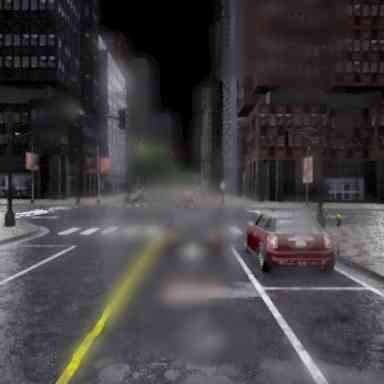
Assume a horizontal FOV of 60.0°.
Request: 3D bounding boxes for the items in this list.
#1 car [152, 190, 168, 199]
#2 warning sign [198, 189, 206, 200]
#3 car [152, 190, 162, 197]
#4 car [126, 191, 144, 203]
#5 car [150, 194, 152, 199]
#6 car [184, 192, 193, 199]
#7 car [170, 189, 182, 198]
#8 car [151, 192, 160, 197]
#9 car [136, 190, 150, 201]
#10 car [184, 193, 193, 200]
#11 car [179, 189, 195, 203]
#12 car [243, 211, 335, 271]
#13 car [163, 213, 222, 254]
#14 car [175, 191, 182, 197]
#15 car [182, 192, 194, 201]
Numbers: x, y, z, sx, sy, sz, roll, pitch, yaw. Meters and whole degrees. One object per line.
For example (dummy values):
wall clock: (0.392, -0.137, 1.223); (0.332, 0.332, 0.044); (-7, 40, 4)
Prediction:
car: (-6.434, 0.707, 67.042); (1.837, 1.490, 4.892); (0, 1, 0)
warning sign: (1.710, 0.440, 55.455); (1.300, 1.860, 1.060); (0, 1, 0)
car: (-9.328, 0.299, 89.706); (2.192, 1.841, 5.009); (0, 1, 0)
car: (-9.104, 0.928, 51.729); (1.947, 1.339, 4.313); (0, 1, 0)
car: (-9.199, 0.724, 67.836); (1.752, 1.417, 4.829); (0, 1, 0)
car: (-0.707, 0.687, 73.474); (1.887, 1.381, 4.507); (0, 1, 0)
car: (-3.493, 0.574, 77.936); (1.882, 1.535, 5.008); (0, 1, 0)
car: (-9.295, 0.618, 84.284); (1.802, 1.307, 4.206); (0, 1, 0)
car: (-9.137, 0.622, 57.152); (2.192, 1.841, 5.009); (0, 1, 0)
car: (-0.643, 0.833, 62.626); (1.802, 1.307, 4.206); (0, 1, 0)
car: (-0.580, 0.802, 51.775); (1.967, 1.590, 4.097); (0, 1, 0)
car: (2.766, 1.309, 10.383); (1.967, 1.590, 4.097); (0, 1, 0)
car: (0.037, 1.441, 12.691); (1.895, 1.301, 4.718); (0, 1, 0)
car: (-3.553, 0.435, 88.350); (1.882, 1.535, 5.008); (0, 1, 0)
car: (-0.611, 0.747, 57.200); (1.967, 1.590, 4.097); (0, 1, 0)
